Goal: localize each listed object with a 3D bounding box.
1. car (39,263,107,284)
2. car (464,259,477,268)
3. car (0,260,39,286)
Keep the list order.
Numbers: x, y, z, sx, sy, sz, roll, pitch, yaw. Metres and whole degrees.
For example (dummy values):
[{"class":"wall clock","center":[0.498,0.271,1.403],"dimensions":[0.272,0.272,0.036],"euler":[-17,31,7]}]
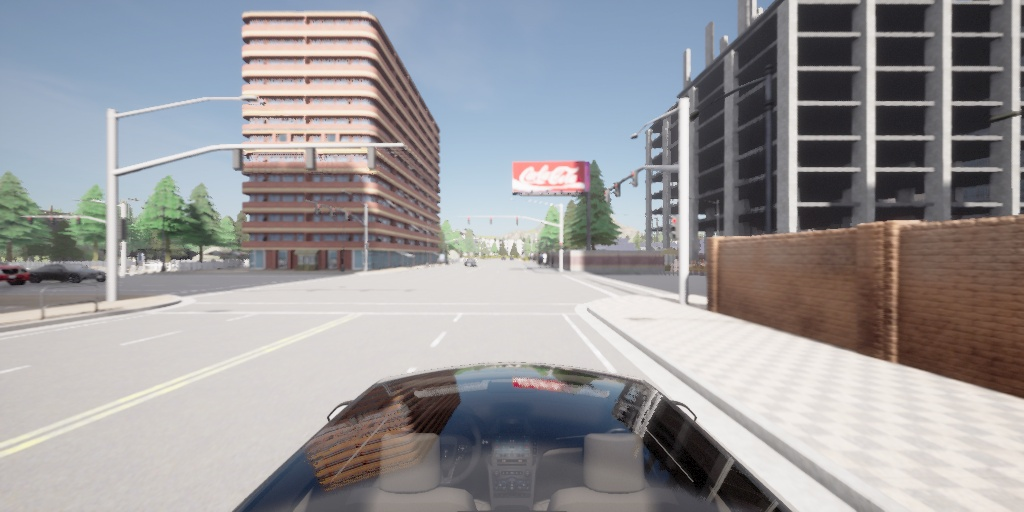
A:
[{"class":"car","center":[-32.147,1.250,25.976],"dimensions":[4.674,1.442,1.812],"euler":[0,0,1]},{"class":"car","center":[-7.015,1.213,60.788],"dimensions":[2.128,1.511,4.902],"euler":[0,1,0]},{"class":"car","center":[-34.051,0.951,22.503],"dimensions":[5.566,2.045,2.150],"euler":[0,0,1]}]
